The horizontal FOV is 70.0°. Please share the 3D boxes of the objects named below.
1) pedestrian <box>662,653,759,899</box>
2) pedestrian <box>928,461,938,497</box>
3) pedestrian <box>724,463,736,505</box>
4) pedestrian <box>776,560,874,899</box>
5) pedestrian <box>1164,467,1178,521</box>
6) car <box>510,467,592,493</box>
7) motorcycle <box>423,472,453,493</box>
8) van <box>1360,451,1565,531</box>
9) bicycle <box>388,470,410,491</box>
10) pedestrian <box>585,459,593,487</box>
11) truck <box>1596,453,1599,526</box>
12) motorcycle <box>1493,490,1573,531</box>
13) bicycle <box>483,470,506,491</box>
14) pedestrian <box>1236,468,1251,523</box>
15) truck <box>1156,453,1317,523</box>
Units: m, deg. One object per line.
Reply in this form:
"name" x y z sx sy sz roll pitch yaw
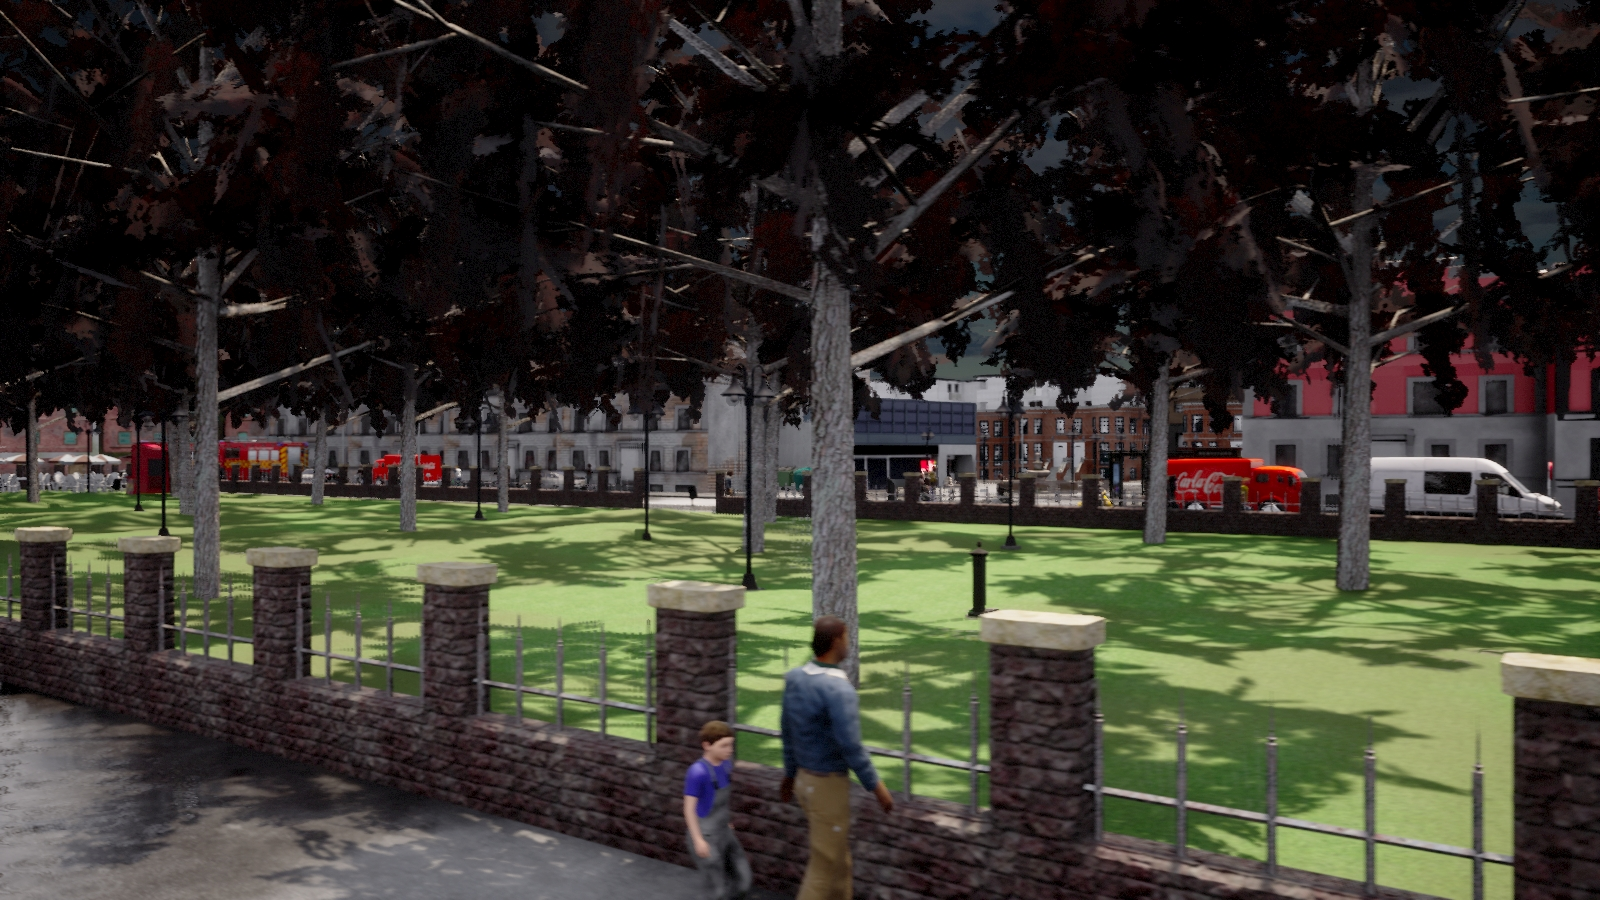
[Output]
"pedestrian" -0.485 1.806 6.240 0.375 1.300 0.375 0 0 32
"pedestrian" 6.967 1.525 59.955 0.375 1.860 0.375 0 0 43
"pedestrian" -3.121 1.526 51.030 0.375 1.860 0.375 0 0 29
"pedestrian" 0.128 1.526 5.922 0.375 1.860 0.375 0 0 -27
"pedestrian" 12.952 1.525 39.849 0.375 1.860 0.375 0 0 34
"car" -15.341 1.828 70.258 4.902 1.511 2.128 0 0 35
"motorcycle" -22.253 1.963 70.220 1.805 1.236 0.856 0 0 35
"van" 22.541 1.314 39.028 5.915 2.561 1.988 0 0 35
"bicycle" -25.453 1.941 72.480 1.835 1.271 0.329 0 0 35
"pedestrian" -13.985 1.525 75.714 0.375 1.860 0.375 0 0 40
"truck" 30.077 1.348 38.635 5.204 2.467 2.627 0 0 35
"motorcycle" 24.260 1.985 37.821 2.209 1.251 0.867 0 0 35
"bicycle" -19.603 1.941 73.243 1.835 1.271 0.329 0 0 35
"pedestrian" 14.931 1.524 38.458 0.375 1.860 0.375 0 0 34
"truck" 16.484 1.348 43.228 5.204 2.467 2.627 0 0 35
